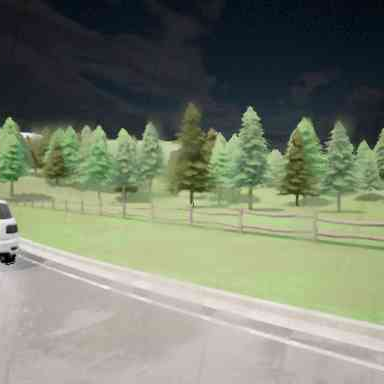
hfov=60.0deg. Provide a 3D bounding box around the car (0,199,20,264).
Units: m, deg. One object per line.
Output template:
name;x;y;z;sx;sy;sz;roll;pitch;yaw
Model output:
car;-7.462;1.212;10.878;2.150;2.045;5.566;0;0;-43
